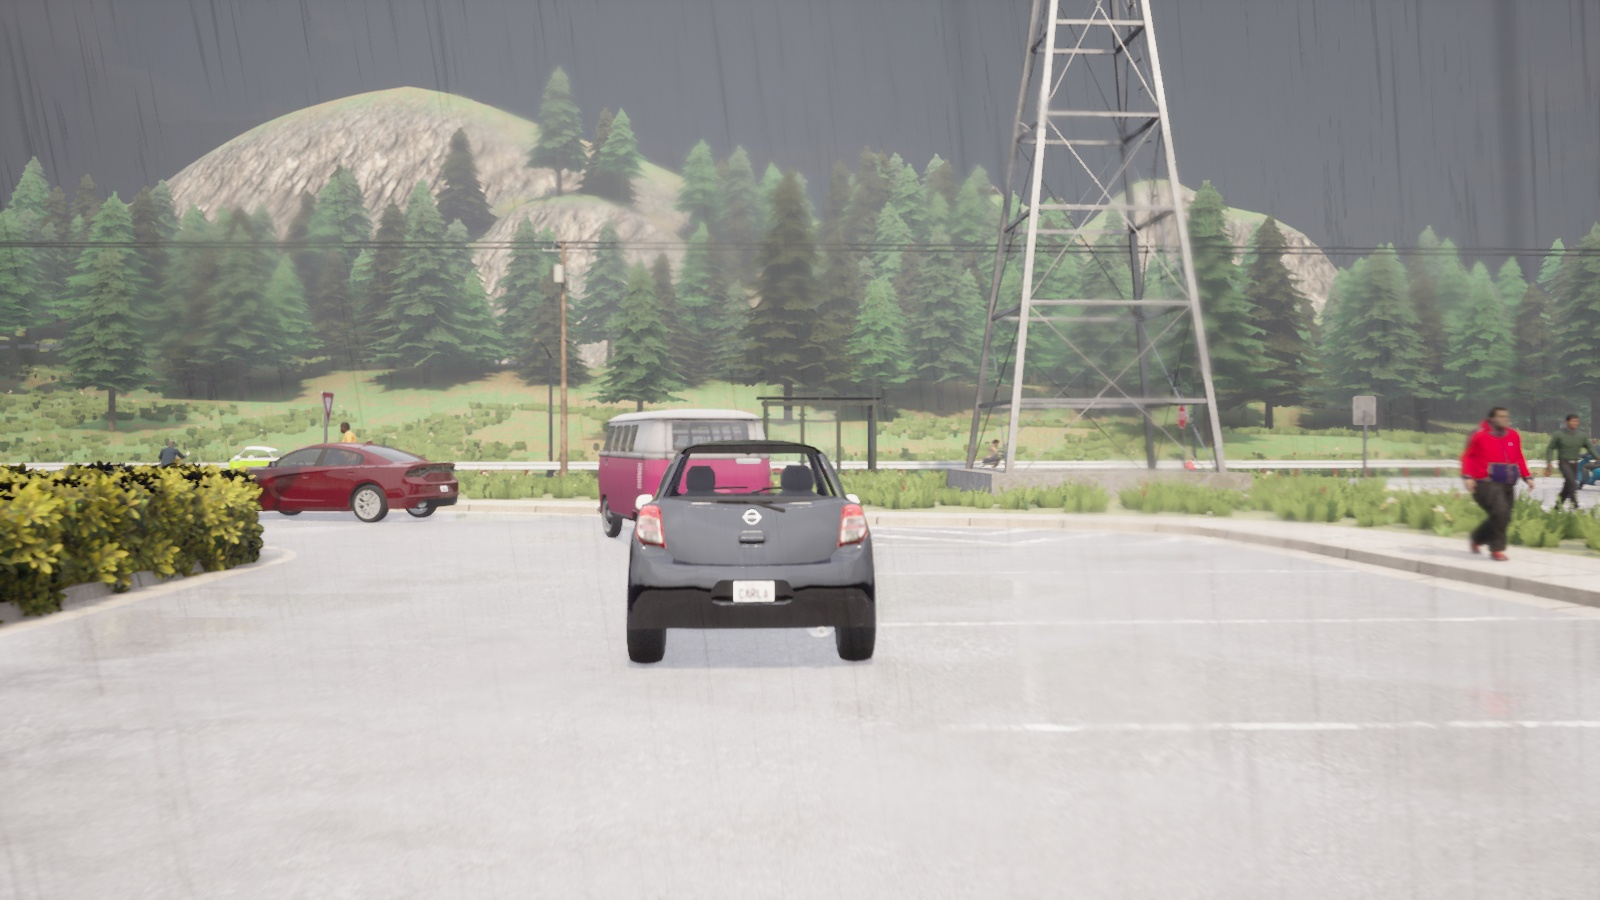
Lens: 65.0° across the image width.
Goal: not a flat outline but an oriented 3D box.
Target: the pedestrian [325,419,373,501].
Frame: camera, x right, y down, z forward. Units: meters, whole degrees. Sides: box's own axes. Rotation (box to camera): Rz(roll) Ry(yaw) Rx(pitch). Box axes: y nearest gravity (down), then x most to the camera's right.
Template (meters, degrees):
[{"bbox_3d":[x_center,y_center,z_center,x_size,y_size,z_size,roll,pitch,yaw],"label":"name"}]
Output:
[{"bbox_3d":[-10.331,0.228,28.808,0.900,1.855,0.874,0,0,-10],"label":"pedestrian"}]

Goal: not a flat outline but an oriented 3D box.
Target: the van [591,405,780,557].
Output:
[{"bbox_3d":[-1.844,0.385,18.733,1.775,1.987,4.442,0,0,-19],"label":"van"}]

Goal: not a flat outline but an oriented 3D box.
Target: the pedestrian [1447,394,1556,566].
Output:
[{"bbox_3d":[7.779,0.319,13.960,0.634,1.844,0.899,0,0,-8],"label":"pedestrian"}]

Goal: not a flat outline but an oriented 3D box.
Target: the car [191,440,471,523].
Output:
[{"bbox_3d":[-9.165,0.570,24.624,5.008,1.535,1.882,0,0,16],"label":"car"}]

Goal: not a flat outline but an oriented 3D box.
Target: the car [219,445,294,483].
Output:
[{"bbox_3d":[-20.403,0.504,47.175,2.207,1.376,1.481,0,0,-2],"label":"car"}]

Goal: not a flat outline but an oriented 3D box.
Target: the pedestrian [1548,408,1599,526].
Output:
[{"bbox_3d":[13.108,0.278,21.262,0.423,1.949,0.788,0,0,2],"label":"pedestrian"}]

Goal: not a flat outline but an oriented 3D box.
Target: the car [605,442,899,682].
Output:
[{"bbox_3d":[-0.392,0.699,9.709,1.845,1.501,3.633,0,0,-3],"label":"car"}]

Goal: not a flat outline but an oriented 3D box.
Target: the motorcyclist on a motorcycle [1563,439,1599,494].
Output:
[{"bbox_3d":[23.871,0.482,37.622,0.866,1.590,1.817,0,0,-3],"label":"motorcyclist on a motorcycle"}]
